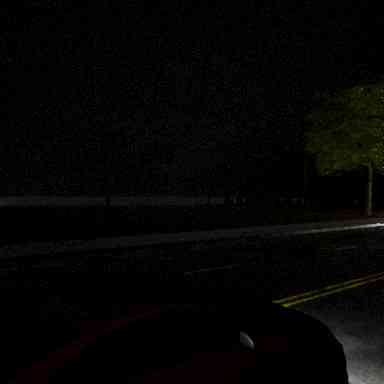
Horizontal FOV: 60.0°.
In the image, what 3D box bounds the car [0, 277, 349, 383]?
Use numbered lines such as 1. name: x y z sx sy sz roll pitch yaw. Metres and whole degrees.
1. car: -0.363 1.580 3.181 4.181 1.385 1.994 1 0 -35
